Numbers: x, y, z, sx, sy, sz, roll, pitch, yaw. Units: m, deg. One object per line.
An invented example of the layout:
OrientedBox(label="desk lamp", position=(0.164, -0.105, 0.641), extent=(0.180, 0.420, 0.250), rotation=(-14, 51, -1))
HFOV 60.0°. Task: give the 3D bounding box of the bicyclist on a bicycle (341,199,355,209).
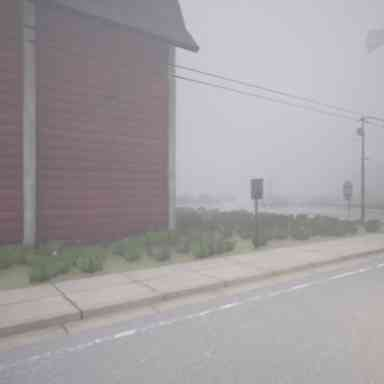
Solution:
OrientedBox(label="bicyclist on a bicycle", position=(18.800, 1.206, 40.077), extent=(1.656, 1.620, 0.582), rotation=(0, 0, -2))

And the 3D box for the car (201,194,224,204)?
OrientedBox(label="car", position=(2.946, 1.229, 56.234), extent=(3.866, 1.878, 1.905), rotation=(0, 0, -36))

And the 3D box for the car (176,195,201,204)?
OrientedBox(label="car", position=(-1.070, 1.277, 54.886), extent=(2.097, 1.767, 4.553), rotation=(0, 0, -36))

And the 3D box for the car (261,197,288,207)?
OrientedBox(label="car", position=(11.363, 1.419, 45.686), extent=(4.193, 1.474, 1.816), rotation=(0, 0, -36))

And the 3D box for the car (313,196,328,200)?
OrientedBox(label="car", position=(21.044, 1.402, 54.242), extent=(3.905, 1.438, 1.784), rotation=(0, 0, -36))

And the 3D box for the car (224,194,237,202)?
OrientedBox(label="car", position=(7.631, 1.194, 72.283), extent=(4.605, 1.855, 1.932), rotation=(0, 0, -36))
